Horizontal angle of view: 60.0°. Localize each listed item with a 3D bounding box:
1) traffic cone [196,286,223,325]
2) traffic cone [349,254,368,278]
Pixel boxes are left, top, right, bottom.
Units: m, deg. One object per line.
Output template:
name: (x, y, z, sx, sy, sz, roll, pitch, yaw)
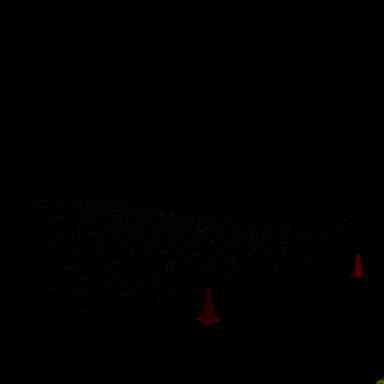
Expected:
traffic cone: (0.301, 1.944, 5.809, 0.340, 0.580, 0.340, 0, 0, -36)
traffic cone: (4.365, 1.917, 8.723, 0.340, 0.580, 0.340, 0, 0, -36)
